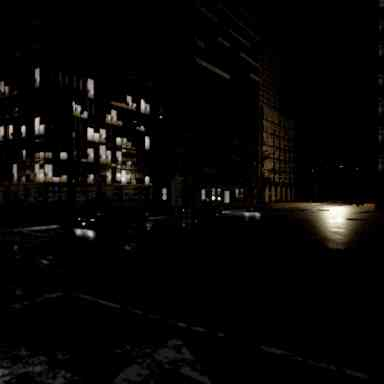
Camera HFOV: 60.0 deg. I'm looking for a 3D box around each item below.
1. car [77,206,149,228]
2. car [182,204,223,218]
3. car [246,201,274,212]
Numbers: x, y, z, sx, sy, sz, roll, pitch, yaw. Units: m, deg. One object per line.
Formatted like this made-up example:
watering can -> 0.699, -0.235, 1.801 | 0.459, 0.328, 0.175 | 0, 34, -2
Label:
car -> -5.445, 1.703, 23.754 | 2.033, 1.411, 5.357 | 0, 0, 37
car -> 1.063, 1.804, 32.493 | 1.895, 1.301, 4.718 | 0, 0, 37
car -> 8.702, 1.860, 42.707 | 1.895, 1.301, 4.718 | 0, 0, 37
